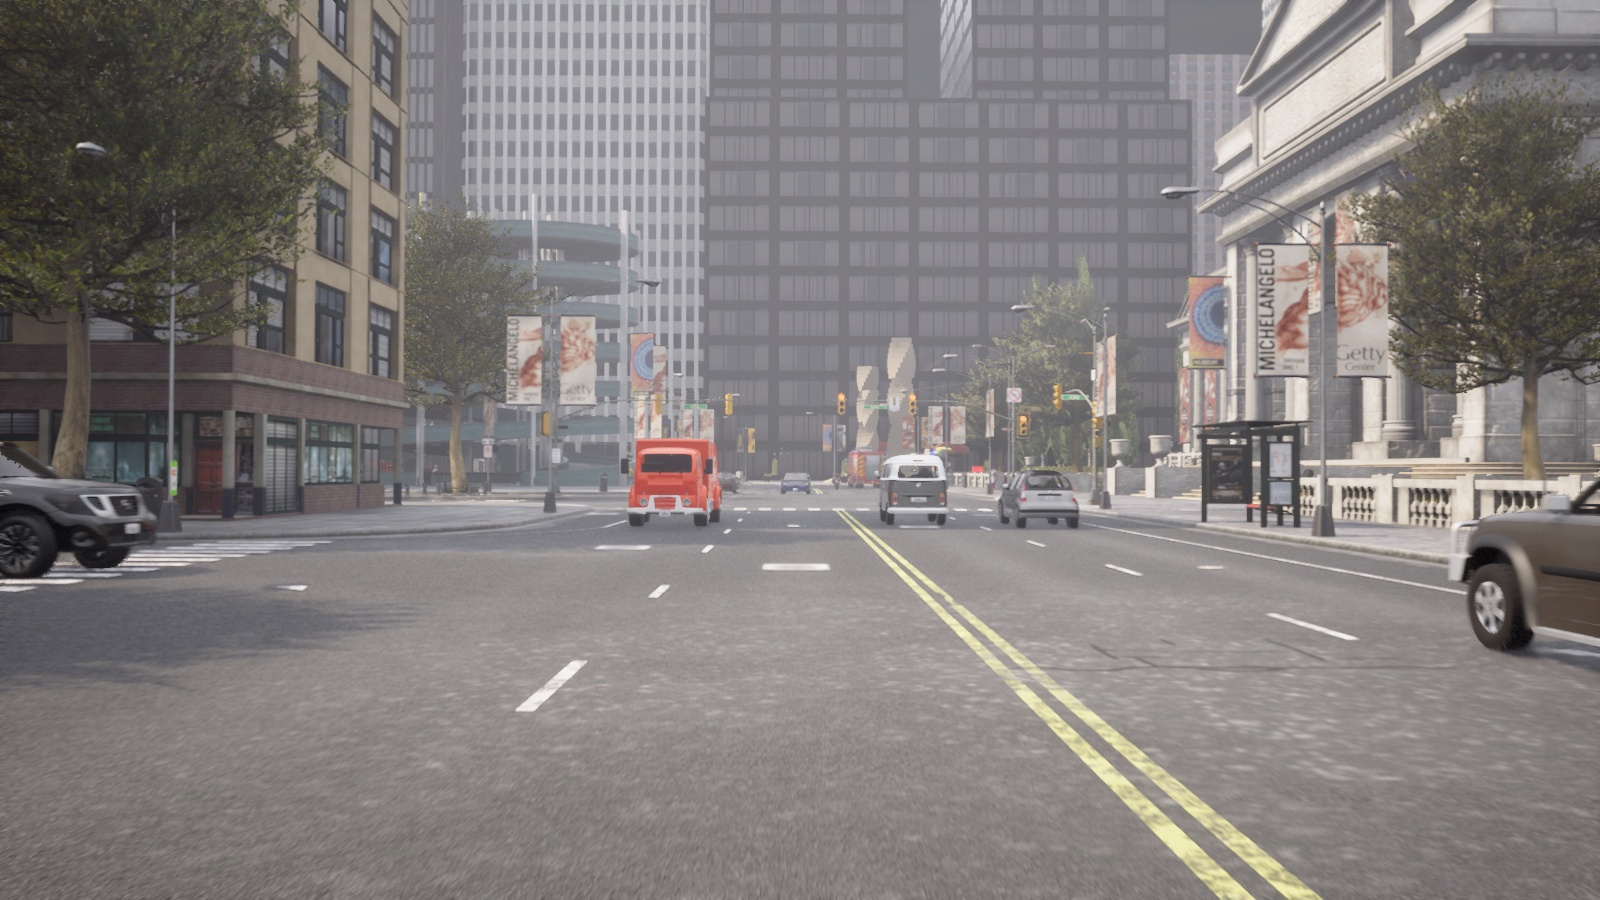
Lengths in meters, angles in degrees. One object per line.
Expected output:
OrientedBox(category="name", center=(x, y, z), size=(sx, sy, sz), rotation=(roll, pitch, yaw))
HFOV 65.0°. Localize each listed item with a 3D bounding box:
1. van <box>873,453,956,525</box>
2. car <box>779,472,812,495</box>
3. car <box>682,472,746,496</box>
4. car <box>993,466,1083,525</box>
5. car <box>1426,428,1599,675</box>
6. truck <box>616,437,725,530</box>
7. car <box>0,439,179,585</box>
OrientedBox(category="van", center=(3.376, 1.155, 37.955), size=(2.069, 2.038, 4.480), rotation=(0, -1, 0))
OrientedBox(category="car", center=(-0.277, 2.226, 84.849), size=(2.163, 1.488, 4.792), rotation=(0, -1, 0))
OrientedBox(category="car", center=(-5.580, 2.200, 82.051), size=(2.163, 1.488, 4.792), rotation=(-1, -1, 24))
OrientedBox(category="car", center=(6.881, 1.294, 36.636), size=(1.851, 1.617, 3.988), rotation=(0, -1, 0))
OrientedBox(category="car", center=(6.971, 0.764, 9.701), size=(1.932, 1.855, 4.605), rotation=(0, -1, 0))
OrientedBox(category="truck", center=(-3.626, 0.947, 36.313), size=(2.627, 2.467, 5.204), rotation=(0, -1, 0))
OrientedBox(category="car", center=(-12.566, 0.895, 18.711), size=(5.566, 2.045, 2.150), rotation=(0, -1, 2))
